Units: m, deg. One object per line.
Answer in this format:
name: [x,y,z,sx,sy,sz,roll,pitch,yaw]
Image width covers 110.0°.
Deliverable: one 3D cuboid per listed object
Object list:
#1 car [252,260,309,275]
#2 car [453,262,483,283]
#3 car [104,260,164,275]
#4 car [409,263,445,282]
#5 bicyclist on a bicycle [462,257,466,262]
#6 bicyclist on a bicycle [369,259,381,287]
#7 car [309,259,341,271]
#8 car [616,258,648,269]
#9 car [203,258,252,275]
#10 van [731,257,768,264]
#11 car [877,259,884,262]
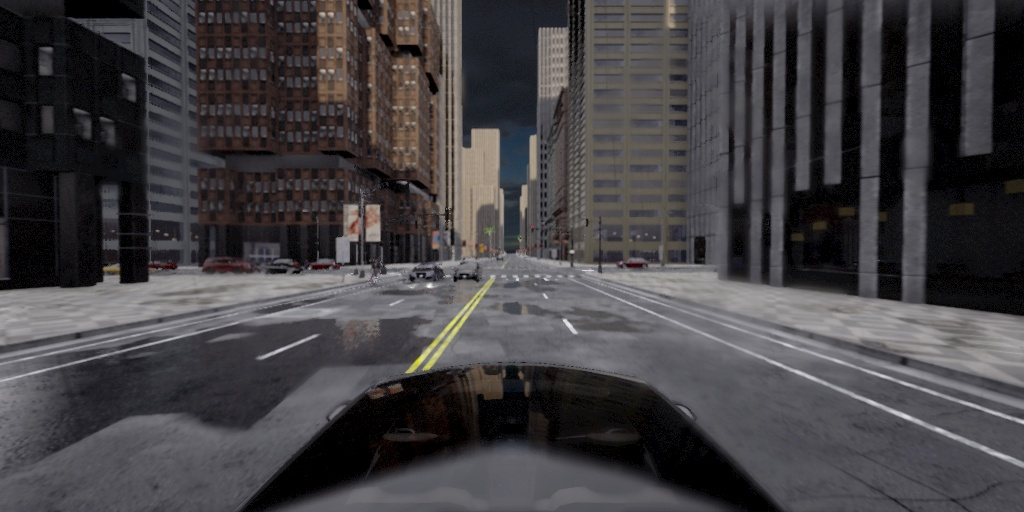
car: [-24.720,1.356,38.393,4.313,1.339,1.948,0,0,0]
car: [-3.279,1.191,27.329,1.837,1.490,4.892,0,0,1]
car: [-40.828,1.373,38.386,4.829,1.417,1.751,0,0,0]
car: [-6.524,1.247,27.797,1.994,1.385,4.181,0,0,1]
bicyclist on a bicycle: [-8.739,0.951,64.868,0.659,1.776,1.843,0,0,0]
bicyclist on a bicycle: [-8.746,1.068,22.845,0.659,1.776,1.843,0,0,0]
car: [-24.722,1.085,46.917,4.097,1.591,1.967,0,0,0]
car: [16.689,0.971,50.036,4.097,1.591,1.967,0,0,0]
car: [-30.146,1.123,38.391,5.009,1.841,2.192,0,0,0]
van: [27.524,1.005,41.450,3.998,1.789,1.690,0,0,0]
car: [43.845,1.088,41.356,4.097,1.591,1.967,0,0,0]
